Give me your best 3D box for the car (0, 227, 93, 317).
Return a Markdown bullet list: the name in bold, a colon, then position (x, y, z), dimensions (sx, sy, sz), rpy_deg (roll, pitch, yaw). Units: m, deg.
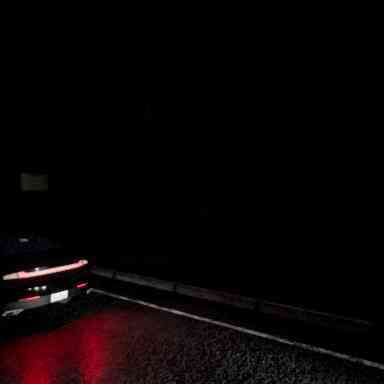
- **car**: position (-4.105, 1.491, 6.899), dimensions (4.902, 1.511, 2.128), rpy_deg (0, 0, 37)
